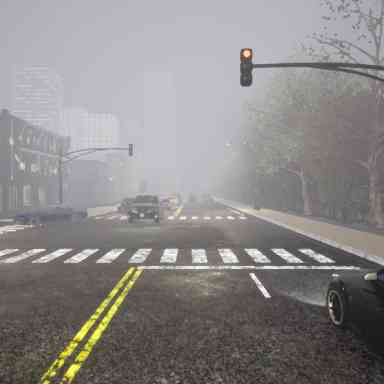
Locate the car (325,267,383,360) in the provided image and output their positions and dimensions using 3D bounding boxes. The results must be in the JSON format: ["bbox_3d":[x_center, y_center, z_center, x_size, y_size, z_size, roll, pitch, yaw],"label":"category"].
[{"bbox_3d":[3.352,1.563,4.257,1.994,1.385,4.181,0,0,0],"label":"car"}]

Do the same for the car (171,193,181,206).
[{"bbox_3d":[-3.297,1.459,54.694,1.882,1.535,5.008,0,0,0],"label":"car"}]

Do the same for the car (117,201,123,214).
[{"bbox_3d":[-6.573,1.341,35.650,2.097,1.767,4.553,0,0,0],"label":"car"}]

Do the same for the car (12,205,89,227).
[{"bbox_3d":[-9.840,1.621,23.333,1.895,1.301,4.718,-1,0,42],"label":"car"}]

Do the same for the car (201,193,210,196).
[{"bbox_3d":[3.306,1.195,76.875,2.150,2.045,5.566,0,0,0],"label":"car"}]

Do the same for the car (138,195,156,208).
[{"bbox_3d":[-6.559,1.335,48.914,2.097,1.767,4.553,0,0,0],"label":"car"}]

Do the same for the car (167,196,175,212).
[{"bbox_3d":[-3.317,1.513,39.242,1.812,1.442,4.674,0,0,0],"label":"car"}]

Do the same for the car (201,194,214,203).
[{"bbox_3d":[3.399,1.576,66.895,1.895,1.301,4.718,0,0,0],"label":"car"}]

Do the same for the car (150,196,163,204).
[{"bbox_3d":[-6.519,1.455,62.228,1.882,1.535,5.008,0,0,0],"label":"car"}]

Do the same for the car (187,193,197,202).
[{"bbox_3d":[0.057,1.194,78.127,2.150,2.045,5.566,0,0,0],"label":"car"}]

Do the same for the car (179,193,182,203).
[{"bbox_3d":[-3.200,1.197,69.160,2.150,2.045,5.566,0,0,0],"label":"car"}]

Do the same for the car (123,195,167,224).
[{"bbox_3d":[-3.332,1.217,24.952,2.150,2.045,5.566,0,0,0],"label":"car"}]

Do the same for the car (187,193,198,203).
[{"bbox_3d":[0.150,1.453,67.934,1.882,1.535,5.008,0,0,0],"label":"car"}]
